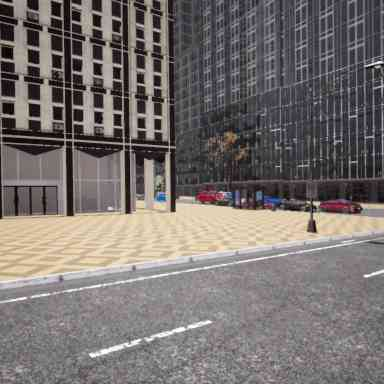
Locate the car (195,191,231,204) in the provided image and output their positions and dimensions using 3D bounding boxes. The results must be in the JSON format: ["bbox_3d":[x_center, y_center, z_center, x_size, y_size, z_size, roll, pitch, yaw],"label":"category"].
[{"bbox_3d":[3.315,0.872,51.634,2.150,2.045,5.566,-1,1,-34],"label":"car"}]

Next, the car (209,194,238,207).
[{"bbox_3d":[4.772,1.318,44.803,1.947,1.339,4.313,-1,1,-34],"label":"car"}]

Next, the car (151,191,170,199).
[{"bbox_3d":[-7.459,0.613,77.727,2.192,1.841,5.009,0,1,-34],"label":"car"}]

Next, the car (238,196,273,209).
[{"bbox_3d":[7.924,1.387,40.073,1.802,1.307,4.206,-1,1,-34],"label":"car"}]

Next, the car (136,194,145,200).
[{"bbox_3d":[-11.184,1.038,68.316,2.008,1.369,4.403,0,1,-34],"label":"car"}]

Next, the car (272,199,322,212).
[{"bbox_3d":[11.110,1.422,35.364,1.947,1.339,4.313,-1,1,-34],"label":"car"}]

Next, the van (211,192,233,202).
[{"bbox_3d":[5.342,0.853,58.939,1.690,1.788,3.998,-1,1,-34],"label":"van"}]

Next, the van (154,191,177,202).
[{"bbox_3d":[-4.783,0.936,58.920,1.690,1.788,3.998,0,1,-34],"label":"van"}]

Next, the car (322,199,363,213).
[{"bbox_3d":[15.197,1.407,34.181,1.994,1.385,4.181,-1,1,-34],"label":"car"}]

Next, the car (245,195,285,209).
[{"bbox_3d":[9.305,1.225,42.832,1.882,1.535,5.008,-1,1,-34],"label":"car"}]

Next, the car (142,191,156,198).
[{"bbox_3d":[-10.659,0.684,82.425,1.967,1.590,4.097,0,1,-34],"label":"car"}]

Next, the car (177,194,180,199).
[{"bbox_3d":[-4.258,0.934,73.034,1.802,1.307,4.206,0,1,-34],"label":"car"}]
